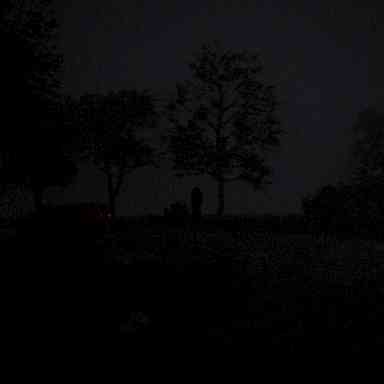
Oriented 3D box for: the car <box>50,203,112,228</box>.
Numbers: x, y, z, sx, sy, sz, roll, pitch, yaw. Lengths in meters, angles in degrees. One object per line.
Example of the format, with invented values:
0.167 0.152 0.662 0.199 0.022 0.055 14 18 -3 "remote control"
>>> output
-8.727 1.818 24.385 5.566 2.045 2.150 0 -2 2 "car"
